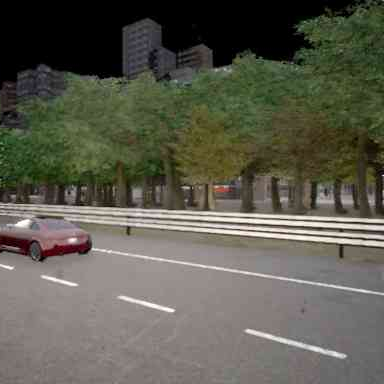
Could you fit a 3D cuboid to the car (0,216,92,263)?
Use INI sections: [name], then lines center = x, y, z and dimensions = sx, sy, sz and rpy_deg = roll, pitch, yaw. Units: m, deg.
[car]
center = -5.573, 1.567, 12.154
dimensions = 4.181, 1.385, 1.994
rpy_deg = 0, 0, 36
